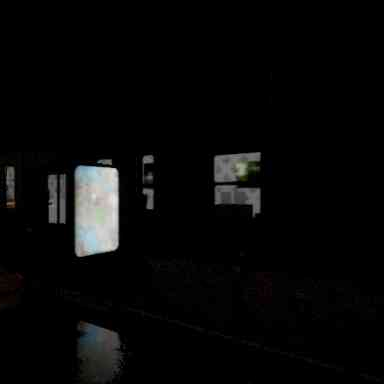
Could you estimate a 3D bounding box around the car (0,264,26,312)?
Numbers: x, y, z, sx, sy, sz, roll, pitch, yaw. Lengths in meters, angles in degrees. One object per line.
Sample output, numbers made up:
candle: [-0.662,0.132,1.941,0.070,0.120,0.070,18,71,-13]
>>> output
car: [-5.162,1.550,6.552,4.829,1.417,1.752,0,0,35]
